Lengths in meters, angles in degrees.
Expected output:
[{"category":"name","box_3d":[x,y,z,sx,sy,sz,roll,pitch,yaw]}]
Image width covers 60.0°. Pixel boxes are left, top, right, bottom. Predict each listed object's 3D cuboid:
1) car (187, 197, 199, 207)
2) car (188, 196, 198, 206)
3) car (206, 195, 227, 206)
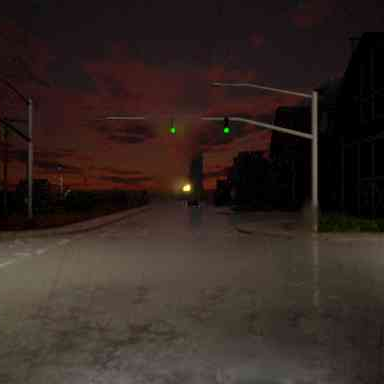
[{"category":"car","box_3d":[0.195,1.844,57.204,2.033,1.411,5.357,0,-1,1]},{"category":"car","box_3d":[0.180,1.760,66.945,2.097,1.767,4.553,0,0,0]},{"category":"car","box_3d":[4.322,1.507,59.508,1.905,1.878,3.866,-7,3,-42]}]
